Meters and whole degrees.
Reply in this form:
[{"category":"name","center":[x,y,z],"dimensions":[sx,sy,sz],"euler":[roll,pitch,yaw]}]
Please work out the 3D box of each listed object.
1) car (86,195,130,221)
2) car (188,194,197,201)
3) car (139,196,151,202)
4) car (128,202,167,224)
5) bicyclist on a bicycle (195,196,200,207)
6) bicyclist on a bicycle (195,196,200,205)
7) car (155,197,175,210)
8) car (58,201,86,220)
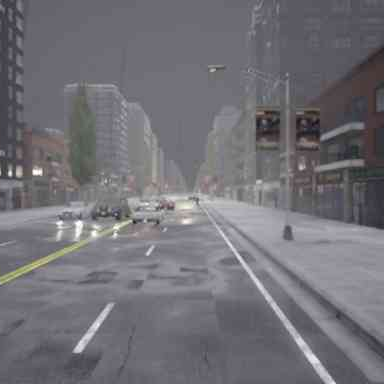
[{"category":"car","center":[-6.580,1.245,27.469],"dimensions":[2.150,2.045,5.566],"euler":[0,0,0]},{"category":"car","center":[0.052,1.434,79.815],"dimensions":[1.882,1.535,5.008],"euler":[0,0,0]},{"category":"car","center":[-9.706,1.567,68.738],"dimensions":[1.994,1.385,4.181],"euler":[0,0,0]},{"category":"car","center":[-3.134,1.623,24.475],"dimensions":[1.895,1.301,4.718],"euler":[0,0,0]},{"category":"bicyclist on a bicycle","center":[0.926,1.475,49.961],"dimensions":[0.582,1.620,1.656],"euler":[0,0,0]},{"category":"bicyclist on a bicycle","center":[0.938,1.456,59.649],"dimensions":[0.866,1.612,1.509],"euler":[0,0,0]},{"category":"car","center":[-3.122,1.624,42.101],"dimensions":[1.895,1.301,4.718],"euler":[0,0,0]},{"category":"car","center":[-9.825,1.550,28.554],"dimensions":[1.812,1.442,4.674],"euler":[0,0,0]}]
